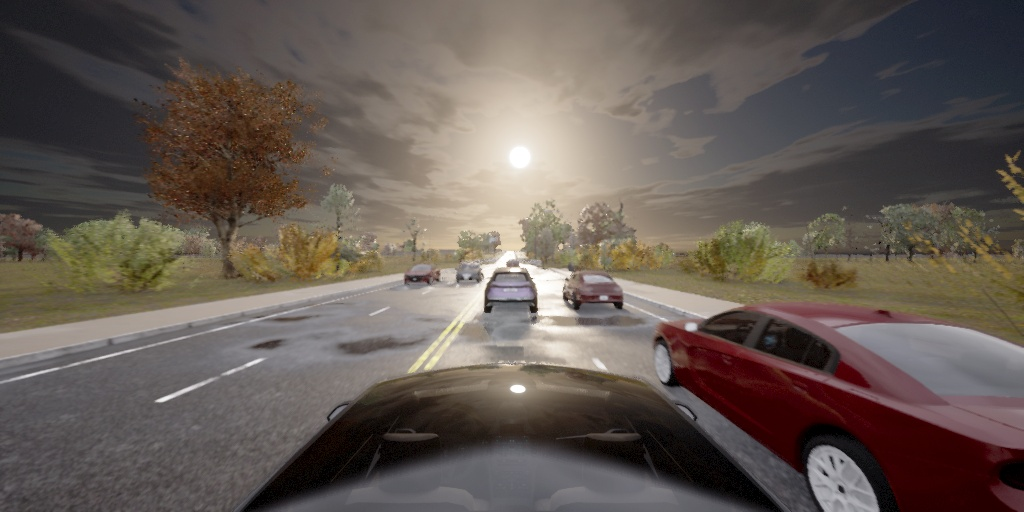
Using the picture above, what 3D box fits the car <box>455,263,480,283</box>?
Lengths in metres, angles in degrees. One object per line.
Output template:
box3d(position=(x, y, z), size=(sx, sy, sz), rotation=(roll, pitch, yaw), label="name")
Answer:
box3d(position=(-3.337, 1.329, 28.812), size=(2.128, 1.511, 4.902), rotation=(0, 0, 0), label="car")

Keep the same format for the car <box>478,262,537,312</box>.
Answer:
box3d(position=(-0.037, 1.225, 14.473), size=(2.033, 1.649, 4.856), rotation=(0, 0, 0), label="car")

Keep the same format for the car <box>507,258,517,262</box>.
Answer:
box3d(position=(0.082, 1.266, 56.277), size=(2.097, 1.767, 4.553), rotation=(0, 0, 0), label="car")

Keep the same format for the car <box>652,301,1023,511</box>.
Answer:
box3d(position=(3.249, 1.236, 3.972), size=(1.882, 1.535, 5.008), rotation=(0, 0, 0), label="car")

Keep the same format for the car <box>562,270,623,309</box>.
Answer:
box3d(position=(3.246, 1.321, 14.972), size=(1.812, 1.442, 4.674), rotation=(0, 0, 0), label="car")

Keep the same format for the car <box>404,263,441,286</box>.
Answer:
box3d(position=(-6.593, 1.309, 26.821), size=(1.882, 1.535, 5.008), rotation=(0, 0, 0), label="car")
